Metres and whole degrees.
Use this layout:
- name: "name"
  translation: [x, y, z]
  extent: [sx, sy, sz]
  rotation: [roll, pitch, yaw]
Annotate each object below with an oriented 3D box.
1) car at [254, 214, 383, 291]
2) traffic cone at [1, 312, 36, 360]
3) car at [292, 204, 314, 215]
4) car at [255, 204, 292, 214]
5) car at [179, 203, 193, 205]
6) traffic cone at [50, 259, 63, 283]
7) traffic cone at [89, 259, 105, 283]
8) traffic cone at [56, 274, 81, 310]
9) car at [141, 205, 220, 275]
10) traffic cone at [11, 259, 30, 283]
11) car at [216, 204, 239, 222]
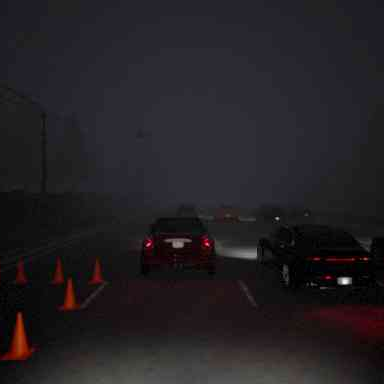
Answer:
- name: "car"
  translation: [3.117, 1.599, 9.246]
  extent: [1.837, 1.490, 4.892]
  rotation: [0, -1, 0]
- name: "traffic cone"
  translation: [-2.458, 2.013, 4.741]
  extent: [0.340, 0.580, 0.340]
  rotation: [0, -1, 0]
- name: "car"
  translation: [9.928, 1.842, 31.244]
  extent: [1.812, 1.442, 4.674]
  rotation: [0, -1, -1]
- name: "car"
  translation: [6.467, 1.791, 27.687]
  extent: [1.837, 1.490, 4.892]
  rotation: [0, -1, 0]
- name: "car"
  translation: [-0.565, 1.853, 32.037]
  extent: [1.837, 1.490, 4.892]
  rotation: [0, -1, 0]
- name: "traffic cone"
  translation: [-3.490, 2.059, 8.732]
  extent: [0.340, 0.580, 0.340]
  rotation: [0, -1, 0]
- name: "traffic cone"
  translation: [-2.490, 2.057, 8.740]
  extent: [0.340, 0.580, 0.340]
  rotation: [0, -1, 0]
- name: "traffic cone"
  translation: [-2.474, 2.035, 6.740]
  extent: [0.340, 0.580, 0.340]
  rotation: [0, -1, 0]
- name: "car"
  translation: [-0.397, 1.474, 11.100]
  extent: [2.097, 1.767, 4.553]
  rotation: [0, -1, 0]
- name: "traffic cone"
  translation: [-4.490, 2.061, 8.724]
  extent: [0.340, 0.580, 0.340]
  rotation: [0, -1, 0]
- name: "car"
  translation: [2.954, 1.793, 29.700]
  extent: [1.882, 1.535, 5.008]
  rotation: [0, -1, 0]
